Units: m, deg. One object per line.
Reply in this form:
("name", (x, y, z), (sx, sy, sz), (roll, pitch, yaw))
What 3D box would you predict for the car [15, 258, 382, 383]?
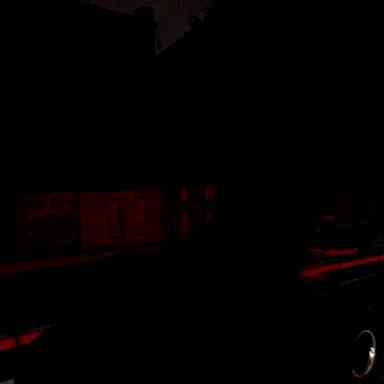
("car", (0.314, 1.545, 3.809), (4.181, 1.385, 1.994), (-1, 0, -35))
